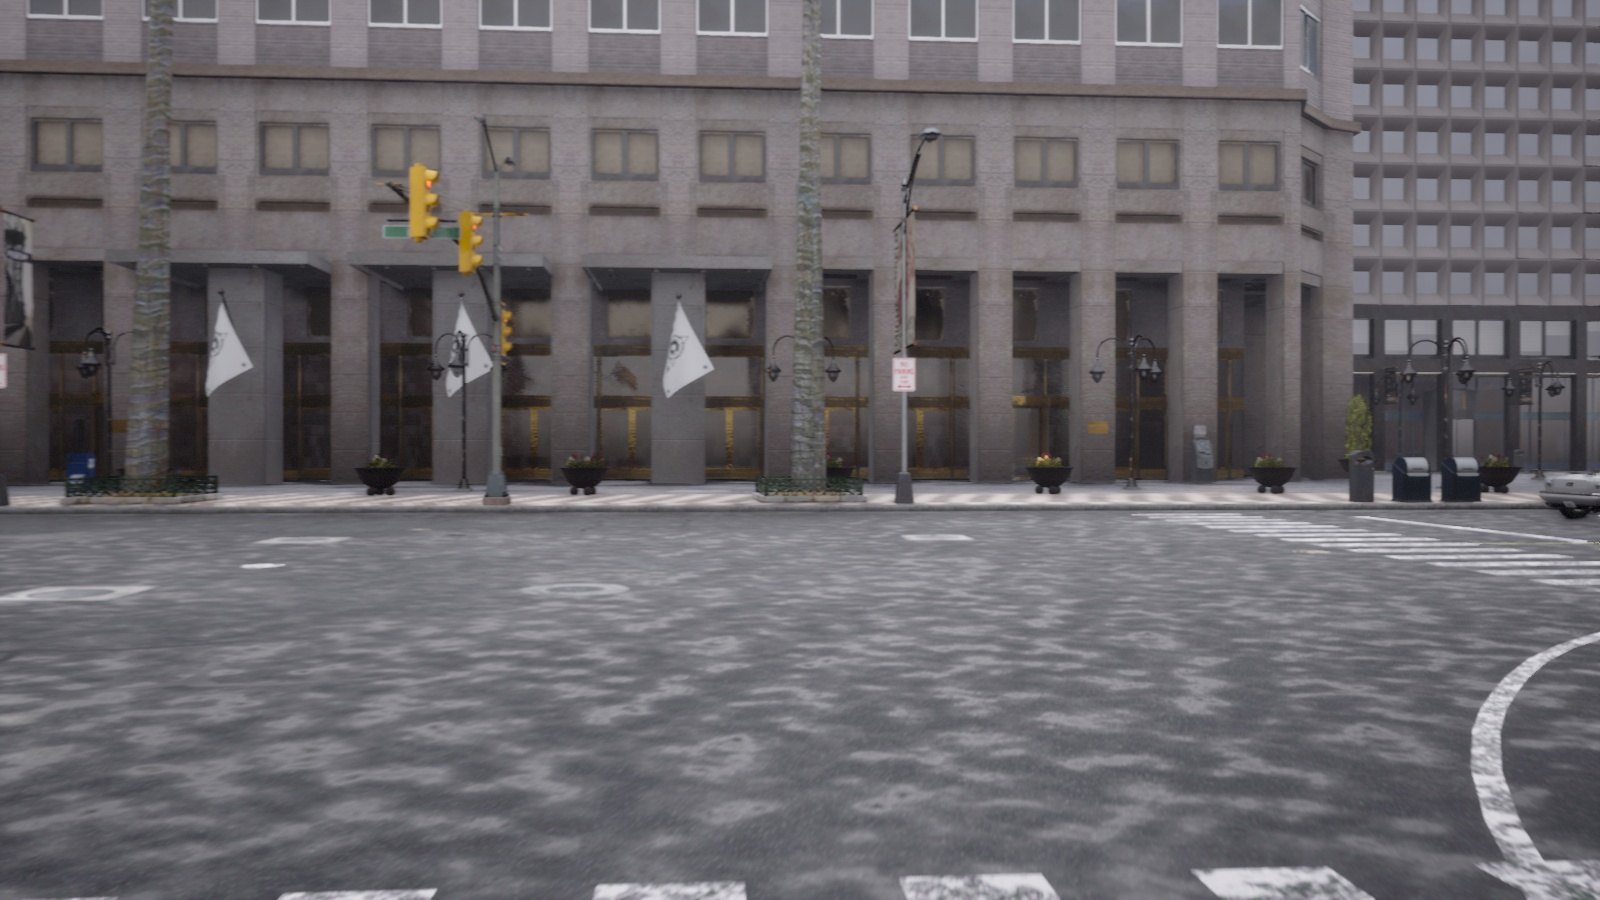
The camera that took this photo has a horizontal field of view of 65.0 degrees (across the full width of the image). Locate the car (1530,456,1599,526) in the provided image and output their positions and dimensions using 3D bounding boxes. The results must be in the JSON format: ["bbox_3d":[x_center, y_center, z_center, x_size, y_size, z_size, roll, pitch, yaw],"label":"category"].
[{"bbox_3d":[17.262,0.784,24.725,4.718,1.301,1.895,0,0,-3],"label":"car"}]
